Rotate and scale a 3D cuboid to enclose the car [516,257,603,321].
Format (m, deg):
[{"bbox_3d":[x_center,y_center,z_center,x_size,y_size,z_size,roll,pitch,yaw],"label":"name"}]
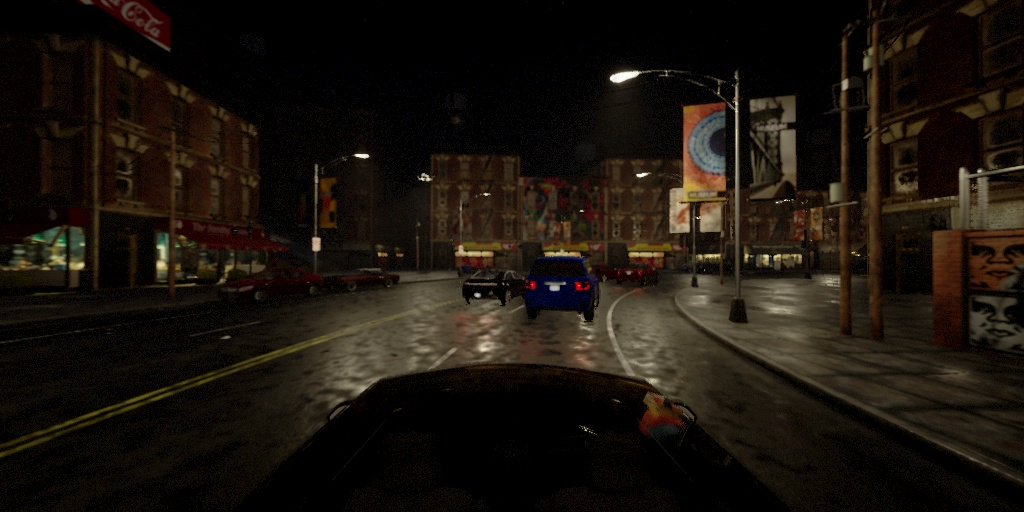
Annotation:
[{"bbox_3d":[2.009,1.052,13.150,2.150,2.045,5.566,0,0,16],"label":"car"}]

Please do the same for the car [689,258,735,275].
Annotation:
[{"bbox_3d":[25.718,1.327,45.040,5.566,2.045,2.150,0,-1,-11],"label":"car"}]

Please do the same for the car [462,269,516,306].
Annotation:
[{"bbox_3d":[-0.564,1.334,16.392,2.128,1.511,4.902,0,0,19],"label":"car"}]

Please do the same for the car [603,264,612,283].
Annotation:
[{"bbox_3d":[7.675,1.436,30.606,1.882,1.535,5.008,-1,-1,41],"label":"car"}]

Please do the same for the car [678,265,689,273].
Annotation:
[{"bbox_3d":[24.900,1.602,48.350,5.008,1.535,1.882,0,-1,-11],"label":"car"}]

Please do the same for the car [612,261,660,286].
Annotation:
[{"bbox_3d":[9.860,1.299,27.781,2.097,1.767,4.553,0,0,39],"label":"car"}]
